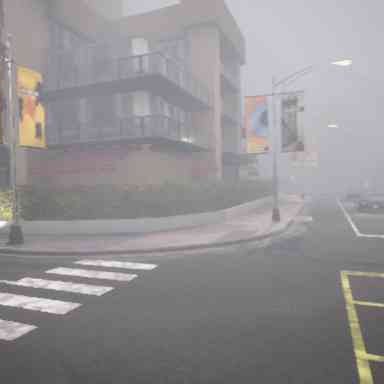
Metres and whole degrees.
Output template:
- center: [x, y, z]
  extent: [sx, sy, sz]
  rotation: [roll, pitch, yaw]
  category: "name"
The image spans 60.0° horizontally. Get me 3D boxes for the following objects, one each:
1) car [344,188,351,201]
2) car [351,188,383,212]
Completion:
- center: [17.099, 0.247, 34.823]
  extent: [1.895, 1.301, 4.718]
  rotation: [-1, 2, 22]
  category: "car"
- center: [12.571, 0.588, 23.456]
  extent: [1.812, 1.442, 4.674]
  rotation: [-1, 2, 22]
  category: "car"
